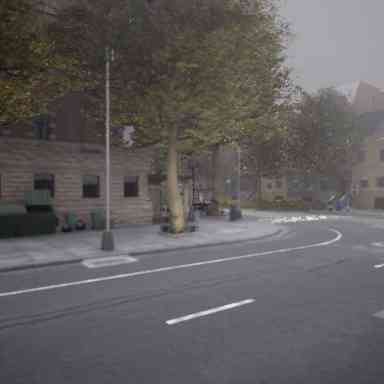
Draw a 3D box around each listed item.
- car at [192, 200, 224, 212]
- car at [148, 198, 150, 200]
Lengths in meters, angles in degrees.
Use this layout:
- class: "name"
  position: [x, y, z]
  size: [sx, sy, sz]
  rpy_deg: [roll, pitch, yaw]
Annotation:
- class: "car"
  position: [1.715, 1.624, 37.975]
  size: [1.994, 1.385, 4.181]
  rpy_deg: [0, 0, -36]
- class: "car"
  position: [-5.760, 1.556, 42.334]
  size: [2.231, 1.521, 4.892]
  rpy_deg: [0, 0, -36]
